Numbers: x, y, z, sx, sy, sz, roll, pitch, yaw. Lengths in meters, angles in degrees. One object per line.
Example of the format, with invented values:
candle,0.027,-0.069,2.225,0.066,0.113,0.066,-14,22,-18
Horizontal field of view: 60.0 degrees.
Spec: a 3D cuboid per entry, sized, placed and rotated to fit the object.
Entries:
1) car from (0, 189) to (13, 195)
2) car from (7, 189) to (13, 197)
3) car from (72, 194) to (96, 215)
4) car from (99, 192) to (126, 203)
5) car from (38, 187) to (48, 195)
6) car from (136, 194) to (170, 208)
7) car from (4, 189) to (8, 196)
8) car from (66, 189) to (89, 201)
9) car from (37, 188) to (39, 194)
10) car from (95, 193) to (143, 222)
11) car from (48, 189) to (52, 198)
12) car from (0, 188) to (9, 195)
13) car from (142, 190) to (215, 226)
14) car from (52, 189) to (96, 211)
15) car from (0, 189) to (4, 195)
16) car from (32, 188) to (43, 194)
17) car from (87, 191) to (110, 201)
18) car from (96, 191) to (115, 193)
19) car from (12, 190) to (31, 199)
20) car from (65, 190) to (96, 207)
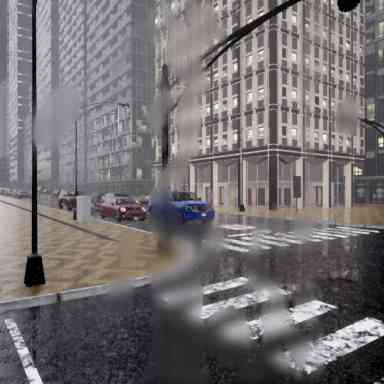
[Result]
car,-40.291,0.015,72.092,1.947,1.339,4.313,1,0,-36
car,-30.563,0.321,58.490,2.008,1.369,4.403,1,0,-36
car,-7.868,1.103,26.752,1.802,1.307,4.206,1,0,-36
car,-10.914,0.707,45.421,1.752,1.417,4.829,1,0,-36
car,-33.521,-0.021,77.033,1.887,1.381,4.507,1,0,-36
car,-4.329,0.982,36.210,1.802,1.307,4.206,1,0,-36
car,-33.806,0.208,63.024,1.887,1.381,4.507,1,0,-36
car,-17.197,0.400,49.727,2.097,1.767,4.553,0,1,-36
car,-36.759,-0.357,81.568,2.192,1.841,5.009,1,0,-36
car,-4.621,1.068,22.217,1.967,1.590,4.097,1,0,-36
car,-23.141,0.329,58.041,1.882,1.535,5.008,0,1,-36
car,-43.533,-0.113,76.627,1.887,1.381,4.507,1,0,-36
car,-0.847,0.900,21.424,2.150,2.045,5.566,0,1,-34
car,-11.103,0.729,31.284,2.192,1.841,5.009,1,0,-36
car,-37.048,0.107,67.558,2.008,1.369,4.403,1,0,-36
car,-40.008,-0.213,86.105,1.947,1.339,4.313,1,0,-36
car,-14.060,0.643,49.819,1.947,1.339,4.313,1,0,-36
car,-6.291,0.852,28.980,2.097,1.767,4.553,0,1,-36
car,-27.321,0.422,53.956,1.887,1.381,4.507,1,0,-36
car,-12.796,0.636,38.094,2.097,1.767,4.553,0,1,-36
